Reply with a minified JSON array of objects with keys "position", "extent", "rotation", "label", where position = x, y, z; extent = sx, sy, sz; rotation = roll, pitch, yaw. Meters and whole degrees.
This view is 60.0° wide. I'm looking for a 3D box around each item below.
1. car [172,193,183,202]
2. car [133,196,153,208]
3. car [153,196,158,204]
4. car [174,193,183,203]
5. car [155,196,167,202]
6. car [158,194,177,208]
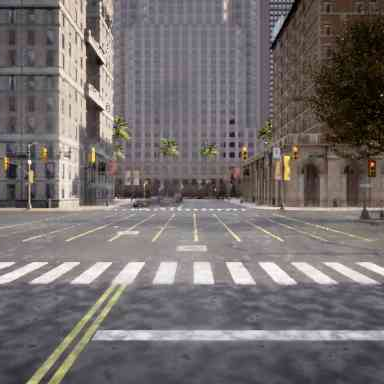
[{"position":[-3.416,1.264,79.542],"extent":[2.150,2.045,5.566],"rotation":[0,0,1],"label":"car"},{"position":[-7.157,1.588,47.488],"extent":[1.994,1.385,4.181],"rotation":[0,0,0],"label":"car"},{"position":[-7.128,1.557,62.658],"extent":[1.812,1.442,4.674],"rotation":[0,0,1],"label":"car"},{"position":[-3.522,1.527,68.558],"extent":[2.128,1.511,4.902],"rotation":[0,0,1],"label":"car"},{"position":[-6.957,1.578,75.031],"extent":[2.033,1.411,5.357],"rotation":[0,0,1],"label":"car"},{"position":[-3.651,1.530,50.069],"extent":[1.837,1.490,4.892],"rotation":[0,0,0],"label":"car"}]
